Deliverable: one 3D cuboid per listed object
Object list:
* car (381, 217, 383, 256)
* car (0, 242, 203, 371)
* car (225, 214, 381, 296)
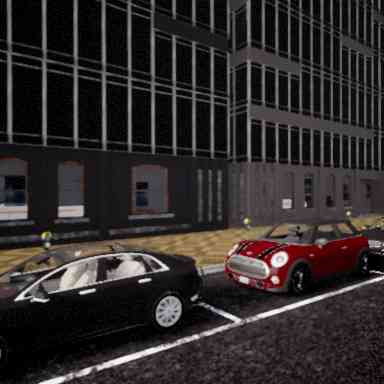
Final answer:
[{"bbox_3d":[7.418,1.519,11.854,4.403,1.369,2.008,0,0,-36],"label":"car"},{"bbox_3d":[-1.850,1.548,5.241,4.403,1.369,2.008,0,0,-36],"label":"car"},{"bbox_3d":[2.784,1.423,8.548,4.097,1.590,1.967,0,0,-36],"label":"car"}]
